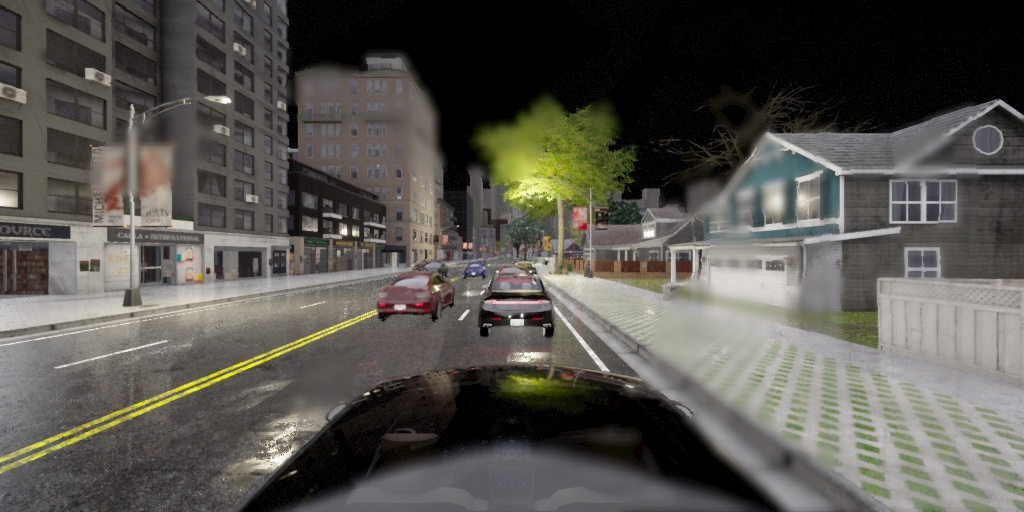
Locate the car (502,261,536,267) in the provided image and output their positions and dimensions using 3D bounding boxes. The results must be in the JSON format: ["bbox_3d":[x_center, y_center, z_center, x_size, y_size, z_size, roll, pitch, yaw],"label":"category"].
[{"bbox_3d":[0.121,1.218,19.786,1.882,1.535,5.008,0,0,0],"label":"car"}]

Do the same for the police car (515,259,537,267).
[{"bbox_3d":[1.007,1.155,29.515,1.930,1.638,5.238,0,0,0],"label":"police car"}]

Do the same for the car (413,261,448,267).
[{"bbox_3d":[-6.567,1.206,30.215,1.882,1.535,5.008,0,0,0],"label":"car"}]

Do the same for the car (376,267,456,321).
[{"bbox_3d":[-3.137,1.272,12.369,1.812,1.442,4.674,0,0,0],"label":"car"}]

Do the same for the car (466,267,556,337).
[{"bbox_3d":[0.113,1.239,10.283,2.128,1.511,4.902,0,0,0],"label":"car"}]

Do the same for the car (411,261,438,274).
[{"bbox_3d":[-9.806,1.279,40.437,1.994,1.385,4.181,0,0,0],"label":"car"}]

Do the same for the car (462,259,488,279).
[{"bbox_3d":[-3.114,1.253,31.471,1.812,1.442,4.674,0,0,0],"label":"car"}]
